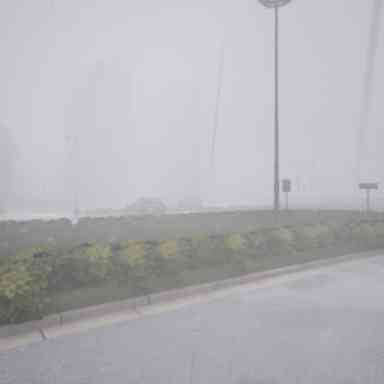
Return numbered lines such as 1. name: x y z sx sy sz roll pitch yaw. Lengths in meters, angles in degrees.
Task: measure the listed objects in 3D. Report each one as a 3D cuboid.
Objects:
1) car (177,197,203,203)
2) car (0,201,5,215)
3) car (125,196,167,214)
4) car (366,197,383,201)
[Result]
1. car: -0.429 1.491 47.560 2.242 1.667 4.611 0 0 -36
2. car: -20.040 1.313 33.369 1.905 1.878 3.866 0 0 -36
3. car: -4.015 1.315 28.605 1.932 1.855 4.605 0 0 -36
4. car: 31.949 1.588 57.969 1.994 1.385 4.181 0 0 -35
